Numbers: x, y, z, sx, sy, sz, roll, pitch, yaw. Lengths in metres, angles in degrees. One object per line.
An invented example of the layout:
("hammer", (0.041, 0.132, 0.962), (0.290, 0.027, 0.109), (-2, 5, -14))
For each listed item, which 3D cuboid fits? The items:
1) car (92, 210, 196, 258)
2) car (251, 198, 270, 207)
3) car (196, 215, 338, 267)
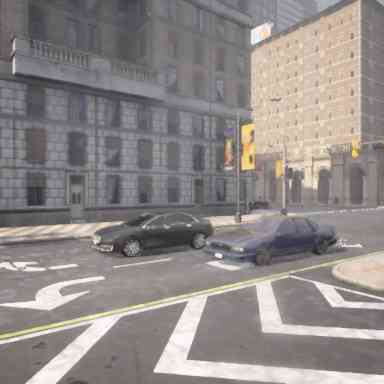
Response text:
("car", (-1.364, 1.504, 12.882), (4.892, 1.490, 1.837), (0, 0, -36))
("car", (9.290, 1.595, 49.753), (1.895, 1.301, 4.718), (0, 0, -36))
("car", (2.970, 1.546, 11.694), (5.357, 1.411, 2.033), (0, 0, -36))
